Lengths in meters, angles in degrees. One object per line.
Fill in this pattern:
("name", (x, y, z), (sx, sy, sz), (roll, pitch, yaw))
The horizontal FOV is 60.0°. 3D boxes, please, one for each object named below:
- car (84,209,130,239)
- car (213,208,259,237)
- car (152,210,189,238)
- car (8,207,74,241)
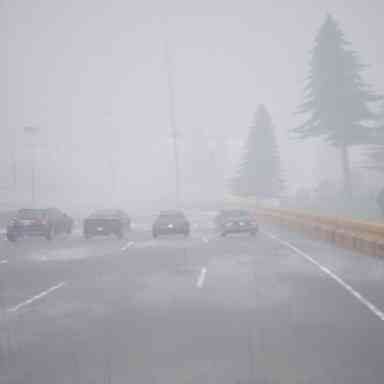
("car", (-4.696, 1.675, 18.940), (1.882, 1.535, 5.008), (-1, 0, -3))
("car", (2.337, 1.615, 18.701), (2.033, 1.411, 5.357), (-1, 0, -2))
("car", (-1.177, 1.699, 18.900), (1.994, 1.385, 4.181), (-1, 0, -2))
("car", (-8.166, 1.601, 18.426), (2.097, 1.767, 4.553), (-1, -1, -2))
